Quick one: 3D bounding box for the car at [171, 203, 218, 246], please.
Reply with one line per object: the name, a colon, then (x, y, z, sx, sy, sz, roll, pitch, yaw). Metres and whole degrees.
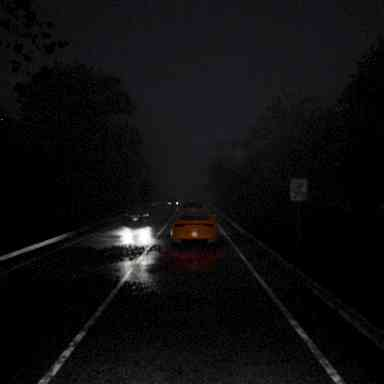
car: (0.100, 1.471, 15.299, 1.882, 1.535, 5.008, 0, 0, 0)

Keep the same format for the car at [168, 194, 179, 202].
car: (-3.507, 1.213, 64.614, 1.837, 1.490, 4.892, 0, 0, 0)

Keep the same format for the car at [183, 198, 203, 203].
car: (0.104, 1.398, 34.233, 1.882, 1.535, 5.008, 0, 0, 0)

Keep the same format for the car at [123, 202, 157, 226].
car: (-3.596, 1.462, 23.518, 2.128, 1.511, 4.902, 0, 0, 0)
